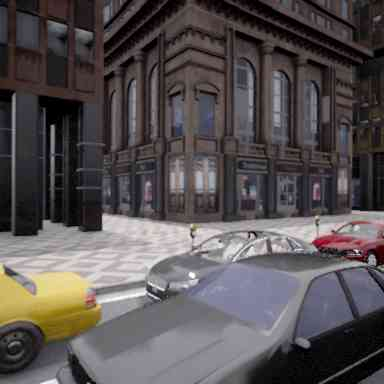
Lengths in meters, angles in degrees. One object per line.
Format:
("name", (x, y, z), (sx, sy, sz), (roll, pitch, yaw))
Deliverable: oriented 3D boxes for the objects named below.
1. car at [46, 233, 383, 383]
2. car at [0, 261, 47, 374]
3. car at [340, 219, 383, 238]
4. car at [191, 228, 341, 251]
("car", (1.249, 1.565, 4.273), (5.357, 1.411, 2.033), (0, 0, -35))
("car", (-3.624, 1.522, 4.062), (4.829, 1.417, 1.752), (0, 0, -36))
("car", (5.657, 1.602, 10.694), (4.507, 1.381, 1.887), (0, 0, -36))
("car", (1.091, 1.577, 7.431), (4.403, 1.369, 2.008), (0, 0, -36))
